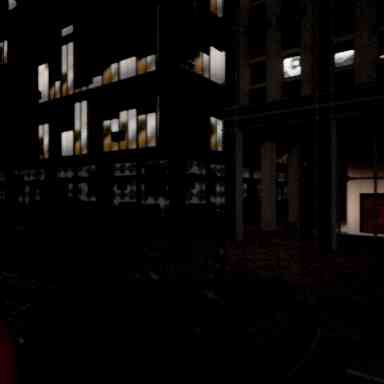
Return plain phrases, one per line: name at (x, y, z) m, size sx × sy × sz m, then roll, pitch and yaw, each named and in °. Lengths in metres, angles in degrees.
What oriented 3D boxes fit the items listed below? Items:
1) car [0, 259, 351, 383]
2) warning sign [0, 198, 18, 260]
car at (-0.698, 1.444, 3.372) m, size 4.097 × 1.590 × 1.967 m, roll 0°, pitch 0°, yaw 36°
warning sign at (-6.310, 1.133, 10.297) m, size 1.060 × 1.860 × 1.300 m, roll 0°, pitch 0°, yaw 36°
